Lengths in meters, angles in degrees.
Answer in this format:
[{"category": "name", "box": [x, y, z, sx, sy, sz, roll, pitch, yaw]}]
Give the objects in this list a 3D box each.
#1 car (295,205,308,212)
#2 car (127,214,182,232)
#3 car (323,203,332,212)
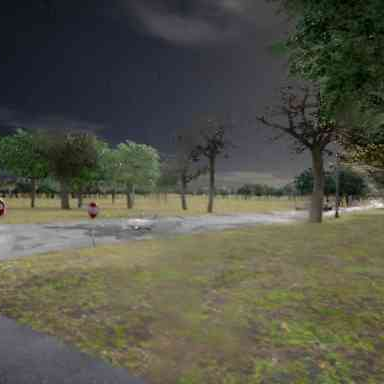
[{"category": "car", "box": [25.570, 3.784, 77.727, 1.882, 1.535, 5.008, 1, -1, 36]}, {"category": "car", "box": [-2.829, 2.389, 26.511, 1.895, 1.301, 4.718, 1, -1, 36]}, {"category": "car", "box": [32.981, 3.793, 81.834, 2.150, 2.045, 5.566, 1, -1, 33]}]
